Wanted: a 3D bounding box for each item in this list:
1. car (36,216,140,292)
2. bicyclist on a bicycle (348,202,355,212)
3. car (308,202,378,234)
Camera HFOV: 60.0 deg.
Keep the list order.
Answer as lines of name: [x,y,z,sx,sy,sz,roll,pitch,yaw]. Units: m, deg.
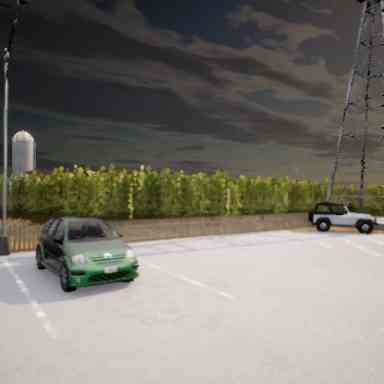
car: [-2.998,1.512,9.153,1.851,1.617,3.988,1,0,-36]
bicyclist on a bicycle: [19.830,2.062,41.438,1.656,1.620,0.582,3,-2,-36]
car: [9.352,1.565,20.851,3.866,1.878,1.905,0,0,23]
